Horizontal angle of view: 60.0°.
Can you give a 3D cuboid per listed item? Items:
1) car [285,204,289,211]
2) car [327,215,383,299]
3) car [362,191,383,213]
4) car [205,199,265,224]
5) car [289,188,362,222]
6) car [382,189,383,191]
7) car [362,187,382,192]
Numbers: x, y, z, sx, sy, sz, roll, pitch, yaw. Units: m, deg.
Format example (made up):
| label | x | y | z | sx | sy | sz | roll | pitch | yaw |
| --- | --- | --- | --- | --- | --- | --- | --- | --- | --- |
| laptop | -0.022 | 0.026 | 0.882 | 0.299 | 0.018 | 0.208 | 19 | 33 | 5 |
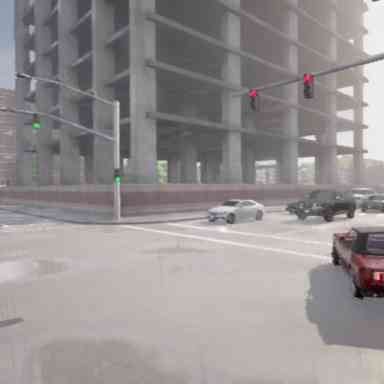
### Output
| label | x | y | z | sx | sy | sz | roll | pitch | yaw |
| --- | --- | --- | --- | --- | --- | --- | --- | --- | --- |
| car | 10.039 | 1.074 | 28.225 | 5.357 | 1.411 | 2.033 | -1 | 1 | -42 |
| car | 4.479 | 1.456 | 7.721 | 1.895 | 1.301 | 4.718 | 0 | 1 | 17 |
| car | 16.599 | 0.969 | 29.437 | 4.892 | 1.490 | 1.837 | -1 | 1 | -42 |
| car | 2.930 | 1.193 | 21.791 | 4.674 | 1.442 | 1.812 | -1 | 1 | -42 |
| car | 9.273 | 0.830 | 22.810 | 5.566 | 2.045 | 2.150 | -1 | 1 | -42 |
| car | 25.254 | 0.719 | 41.941 | 4.902 | 1.511 | 2.128 | -1 | 1 | -42 |
| car | 17.589 | 0.599 | 35.047 | 5.566 | 2.045 | 2.150 | -1 | 1 | -42 |
